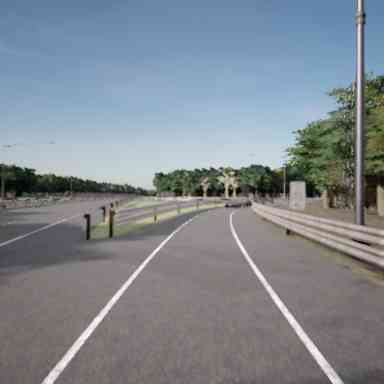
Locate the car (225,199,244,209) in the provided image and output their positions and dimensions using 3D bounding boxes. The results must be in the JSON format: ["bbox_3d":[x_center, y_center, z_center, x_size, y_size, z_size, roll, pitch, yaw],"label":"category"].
[{"bbox_3d":[6.631,1.937,53.916,1.994,1.385,4.181,0,0,20],"label":"car"}]

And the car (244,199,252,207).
[{"bbox_3d":[10.074,2.013,63.048,2.033,1.411,5.357,1,0,25],"label":"car"}]
